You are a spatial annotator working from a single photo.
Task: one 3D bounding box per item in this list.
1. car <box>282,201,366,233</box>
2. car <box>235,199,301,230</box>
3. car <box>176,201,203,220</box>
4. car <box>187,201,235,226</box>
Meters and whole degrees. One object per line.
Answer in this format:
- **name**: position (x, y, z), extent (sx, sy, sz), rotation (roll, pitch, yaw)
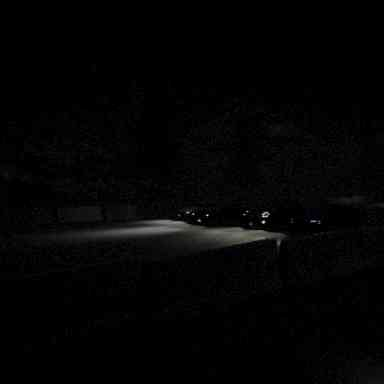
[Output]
- **car**: position (7.333, 1.396, 17.817), extent (5.008, 1.535, 1.882), rotation (-1, 0, -35)
- **car**: position (5.253, 1.271, 20.634), extent (4.553, 1.767, 2.097), rotation (-1, 0, -35)
- **car**: position (0.932, 1.446, 26.152), extent (4.674, 1.442, 1.812), rotation (-1, 0, -35)
- **car**: position (2.279, 1.528, 22.816), extent (4.718, 1.301, 1.895), rotation (-1, 0, -35)
